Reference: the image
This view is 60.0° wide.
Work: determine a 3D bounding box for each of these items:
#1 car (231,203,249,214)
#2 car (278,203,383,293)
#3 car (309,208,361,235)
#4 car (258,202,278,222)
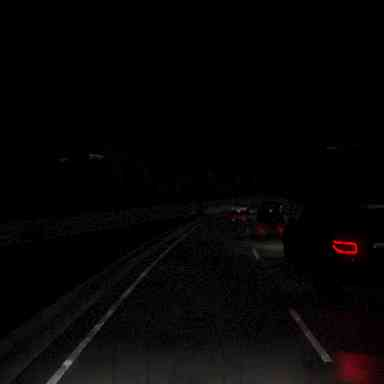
[{"bbox_3d":[5.954,1.980,40.726,1.895,1.301,4.718,0,-1,14],"label":"car"},{"bbox_3d":[4.075,1.310,9.161,2.150,2.045,5.566,0,-1,4],"label":"car"},{"bbox_3d":[8.988,1.806,21.355,1.895,1.301,4.718,0,-1,8],"label":"car"},{"bbox_3d":[6.930,1.629,29.488,2.097,1.767,4.553,0,-1,12],"label":"car"}]
